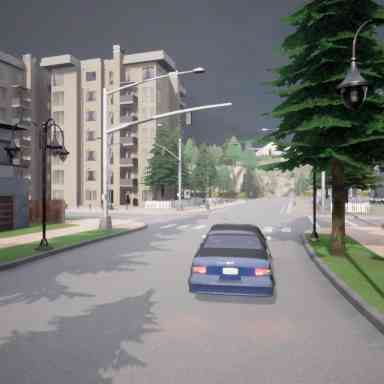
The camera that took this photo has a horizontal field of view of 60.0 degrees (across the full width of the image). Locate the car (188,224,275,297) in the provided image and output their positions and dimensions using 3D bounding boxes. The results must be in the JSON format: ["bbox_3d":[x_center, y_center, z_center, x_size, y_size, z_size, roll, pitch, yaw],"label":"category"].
[{"bbox_3d":[1.131,1.547,8.790,2.033,1.411,5.357,0,0,9],"label":"car"}]
